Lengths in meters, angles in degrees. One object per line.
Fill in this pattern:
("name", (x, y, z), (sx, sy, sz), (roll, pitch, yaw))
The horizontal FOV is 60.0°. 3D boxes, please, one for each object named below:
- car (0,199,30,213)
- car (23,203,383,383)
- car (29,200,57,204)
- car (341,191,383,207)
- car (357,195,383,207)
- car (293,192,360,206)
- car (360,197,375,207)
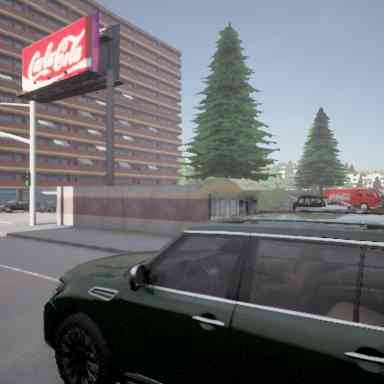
("car", (-18.823, 1.491, 36.300), (2.128, 1.511, 4.902), (0, 0, 35))
("car", (0.820, 1.223, 3.408), (5.566, 2.045, 2.150), (0, 0, 35))
("car", (-14.777, 1.563, 35.969), (1.994, 1.385, 4.181), (0, 0, 35))
("car", (23.053, 1.117, 44.819), (4.605, 1.855, 1.932), (0, 0, 35))
("car", (26.174, 1.285, 48.098), (3.988, 1.617, 1.851), (0, 0, 35))
("car", (8.767, 1.149, 22.286), (3.866, 1.878, 1.905), (0, 0, 35))
("car", (10.705, 1.338, 24.346), (4.193, 1.474, 1.816), (0, 0, 35))
